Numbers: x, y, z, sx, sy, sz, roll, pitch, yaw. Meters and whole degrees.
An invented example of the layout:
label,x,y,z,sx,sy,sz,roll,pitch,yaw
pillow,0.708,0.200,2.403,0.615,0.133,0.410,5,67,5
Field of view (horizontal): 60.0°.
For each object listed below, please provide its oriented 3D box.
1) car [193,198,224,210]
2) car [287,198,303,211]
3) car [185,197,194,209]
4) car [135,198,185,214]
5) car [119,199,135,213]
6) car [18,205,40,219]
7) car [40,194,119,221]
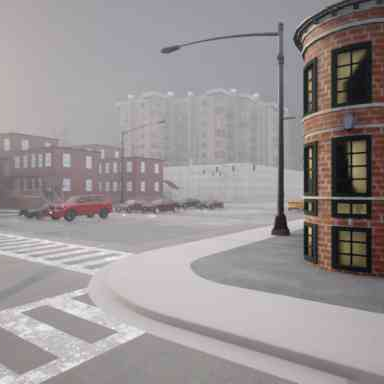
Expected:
label,x,y,z,sx,sy,sz,roll,pitch,yaw
car,2.514,1.564,43.776,1.994,1.385,4.181,0,0,35
car,13.160,1.478,40.312,1.882,1.535,5.008,0,0,36
car,-0.706,1.491,45.289,2.128,1.511,4.902,0,0,36
car,-3.337,1.478,35.624,1.882,1.535,5.008,0,0,36
car,-6.483,1.526,37.227,1.812,1.442,4.674,0,0,35
car,-12.212,1.547,29.235,2.033,1.411,5.357,0,0,36
car,-9.131,1.221,27.523,2.150,2.045,5.566,0,0,36
